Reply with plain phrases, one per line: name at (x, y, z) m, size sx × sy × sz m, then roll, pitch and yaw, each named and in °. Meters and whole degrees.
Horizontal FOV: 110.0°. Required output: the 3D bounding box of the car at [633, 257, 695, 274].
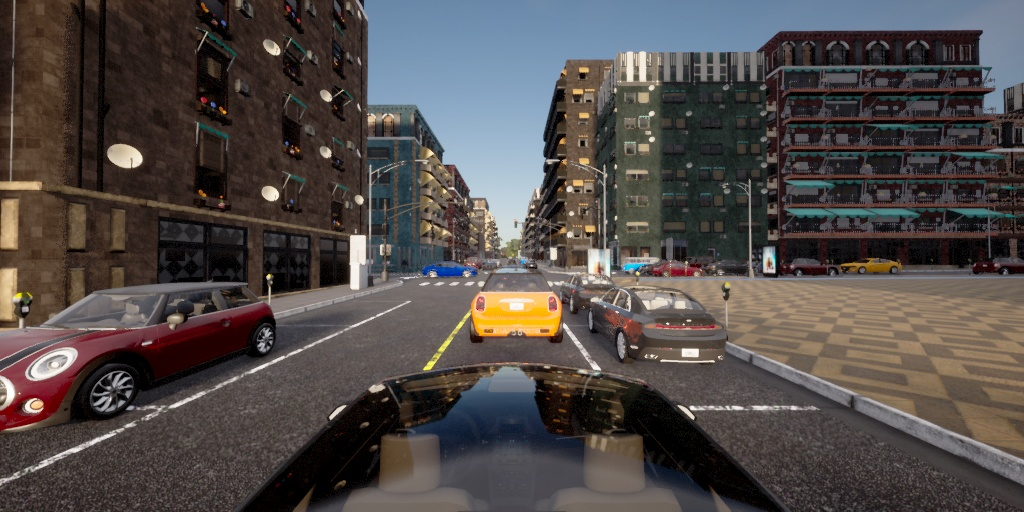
car at (15.210, 1.147, 35.852) m, size 4.902 × 1.511 × 2.128 m, roll 0°, pitch -1°, yaw 0°

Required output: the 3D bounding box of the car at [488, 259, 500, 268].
car at (-3.064, 1.298, 60.920) m, size 1.812 × 1.442 × 4.674 m, roll 0°, pitch 0°, yaw 0°

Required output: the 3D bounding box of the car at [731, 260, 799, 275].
car at (25.160, 1.127, 35.778) m, size 5.357 × 1.411 × 2.033 m, roll 0°, pitch -1°, yaw 0°

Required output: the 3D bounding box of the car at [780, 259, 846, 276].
car at (24.771, 0.935, 29.980) m, size 4.097 × 1.591 × 1.967 m, roll 0°, pitch 0°, yaw 0°

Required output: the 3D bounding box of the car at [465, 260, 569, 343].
car at (0.100, 1.104, 9.848) m, size 2.097 × 1.767 × 4.553 m, roll 0°, pitch 0°, yaw 0°

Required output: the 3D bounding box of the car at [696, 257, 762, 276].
car at (19.832, 1.077, 32.620) m, size 4.892 × 1.490 × 1.837 m, roll 0°, pitch -1°, yaw 0°

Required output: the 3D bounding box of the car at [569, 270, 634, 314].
car at (2.824, 1.304, 13.438) m, size 2.007 × 1.370 × 4.403 m, roll 0°, pitch 0°, yaw 0°

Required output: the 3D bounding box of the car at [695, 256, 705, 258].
car at (19.307, 0.977, 38.401) m, size 5.009 × 1.841 × 2.192 m, roll 0°, pitch 0°, yaw 0°

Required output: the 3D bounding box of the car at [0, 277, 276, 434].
car at (-5.818, 1.191, 5.635) m, size 1.967 × 1.591 × 4.097 m, roll 0°, pitch 0°, yaw 0°

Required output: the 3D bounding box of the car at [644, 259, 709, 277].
car at (13.715, 1.162, 30.062) m, size 4.207 × 1.307 × 1.802 m, roll 0°, pitch 0°, yaw 0°

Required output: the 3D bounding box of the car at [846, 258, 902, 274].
car at (35.609, 0.978, 35.690) m, size 5.008 × 1.535 × 1.882 m, roll 0°, pitch -1°, yaw 0°

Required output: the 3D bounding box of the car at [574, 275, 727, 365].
car at (2.822, 1.302, 7.868) m, size 2.007 × 1.370 × 4.403 m, roll 0°, pitch 0°, yaw 0°

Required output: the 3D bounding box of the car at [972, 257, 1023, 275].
car at (41.352, 0.811, 29.856) m, size 4.097 × 1.591 × 1.967 m, roll 0°, pitch 0°, yaw 0°

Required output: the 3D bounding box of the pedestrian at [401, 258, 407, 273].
pedestrian at (-12.518, 1.097, 41.600) m, size 0.375 × 1.860 × 0.375 m, roll 0°, pitch 0°, yaw 0°

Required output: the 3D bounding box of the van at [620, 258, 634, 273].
van at (13.780, 1.046, 38.442) m, size 3.998 × 1.789 × 1.690 m, roll 0°, pitch 0°, yaw 0°

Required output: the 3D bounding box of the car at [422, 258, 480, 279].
car at (-5.645, 1.248, 32.809) m, size 5.008 × 1.535 × 1.882 m, roll -1°, pitch -1°, yaw 0°

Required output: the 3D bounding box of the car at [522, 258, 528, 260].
car at (2.704, 1.334, 51.631) m, size 1.948 × 1.339 × 4.313 m, roll 0°, pitch 0°, yaw 0°
